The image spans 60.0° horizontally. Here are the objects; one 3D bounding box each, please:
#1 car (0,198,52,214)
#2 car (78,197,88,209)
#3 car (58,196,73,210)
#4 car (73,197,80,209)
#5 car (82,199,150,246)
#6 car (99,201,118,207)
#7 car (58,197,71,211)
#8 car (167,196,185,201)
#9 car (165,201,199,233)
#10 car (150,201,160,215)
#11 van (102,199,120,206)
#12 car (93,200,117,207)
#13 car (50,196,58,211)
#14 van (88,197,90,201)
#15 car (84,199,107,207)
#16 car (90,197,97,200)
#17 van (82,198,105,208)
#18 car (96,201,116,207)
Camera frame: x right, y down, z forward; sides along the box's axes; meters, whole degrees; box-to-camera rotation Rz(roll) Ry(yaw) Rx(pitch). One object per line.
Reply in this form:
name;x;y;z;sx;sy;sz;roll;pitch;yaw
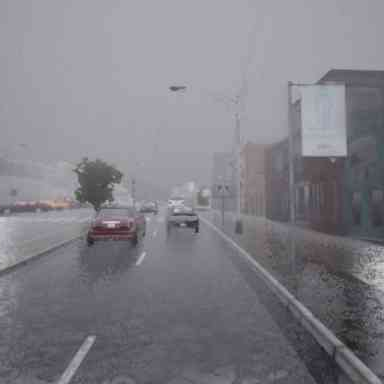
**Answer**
car;-18.765;1.667;37.358;5.008;1.535;2.097;0;-1;-24
car;-19.707;1.698;52.228;5.566;2.045;2.435;0;-2;-24
car;-19.376;1.693;46.258;4.553;1.767;2.185;0;-1;-24
car;-19.539;1.920;49.234;4.674;1.452;2.002;0;-1;-24
car;-3.369;1.384;15.624;2.097;1.767;4.553;0;0;-3
car;-22.018;3.071;87.846;4.674;1.452;2.002;0;-2;-24
car;-18.987;1.757;43.379;5.366;1.575;1.946;0;-1;-24
car;-2.024;1.520;42.871;2.150;2.045;5.566;0;-1;-4
car;-0.601;1.547;20.196;2.128;1.511;4.902;0;0;-3
car;-4.604;1.739;36.376;2.033;1.411;5.357;0;-1;-3
van;-22.111;2.899;90.878;4.442;1.987;1.878;0;-2;-24
car;-21.472;2.840;81.986;5.366;1.575;1.946;0;-2;-24
car;-18.996;1.586;40.319;4.553;1.767;2.185;0;-1;-24
van;-19.817;1.797;55.229;4.442;1.987;1.878;0;-2;-24
car;-21.098;2.436;72.990;4.553;1.767;2.185;0;-2;-24
car;-20.137;1.851;58.136;5.566;2.045;2.435;0;-1;-24
van;-20.774;2.242;70.083;4.442;1.987;1.878;0;-2;-24
car;-21.834;2.977;84.879;4.674;1.452;2.002;0;-2;-24
